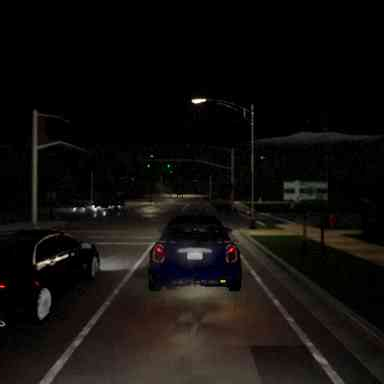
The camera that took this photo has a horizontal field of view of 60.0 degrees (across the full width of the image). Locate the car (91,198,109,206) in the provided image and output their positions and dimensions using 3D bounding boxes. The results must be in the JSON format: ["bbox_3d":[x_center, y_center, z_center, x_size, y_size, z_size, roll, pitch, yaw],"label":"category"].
[{"bbox_3d":[-17.793,1.894,64.538,2.128,1.511,4.902,0,0,1],"label":"car"}]

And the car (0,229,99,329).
[{"bbox_3d":[-3.433,1.552,7.095,1.837,1.490,4.892,0,0,0],"label":"car"}]

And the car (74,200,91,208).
[{"bbox_3d":[-17.995,1.947,55.457,1.895,1.301,4.718,0,0,1],"label":"car"}]

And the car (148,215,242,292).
[{"bbox_3d":[0.076,1.409,9.235,2.097,1.767,4.553,0,0,0],"label":"car"}]

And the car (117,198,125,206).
[{"bbox_3d":[-14.307,1.906,64.261,1.837,1.490,4.892,0,0,1],"label":"car"}]

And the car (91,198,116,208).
[{"bbox_3d":[-14.503,1.847,54.886,1.837,1.490,4.892,0,0,1],"label":"car"}]
